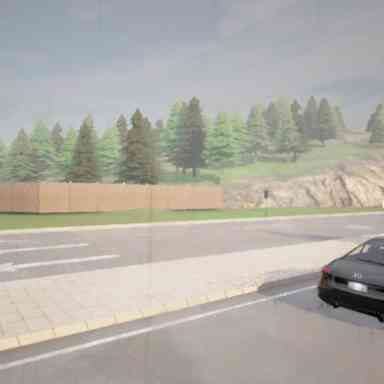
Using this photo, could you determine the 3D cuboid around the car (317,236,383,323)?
[{"bbox_3d":[4.527,1.647,6.976,4.181,1.385,1.994,1,0,-35],"label":"car"}]
